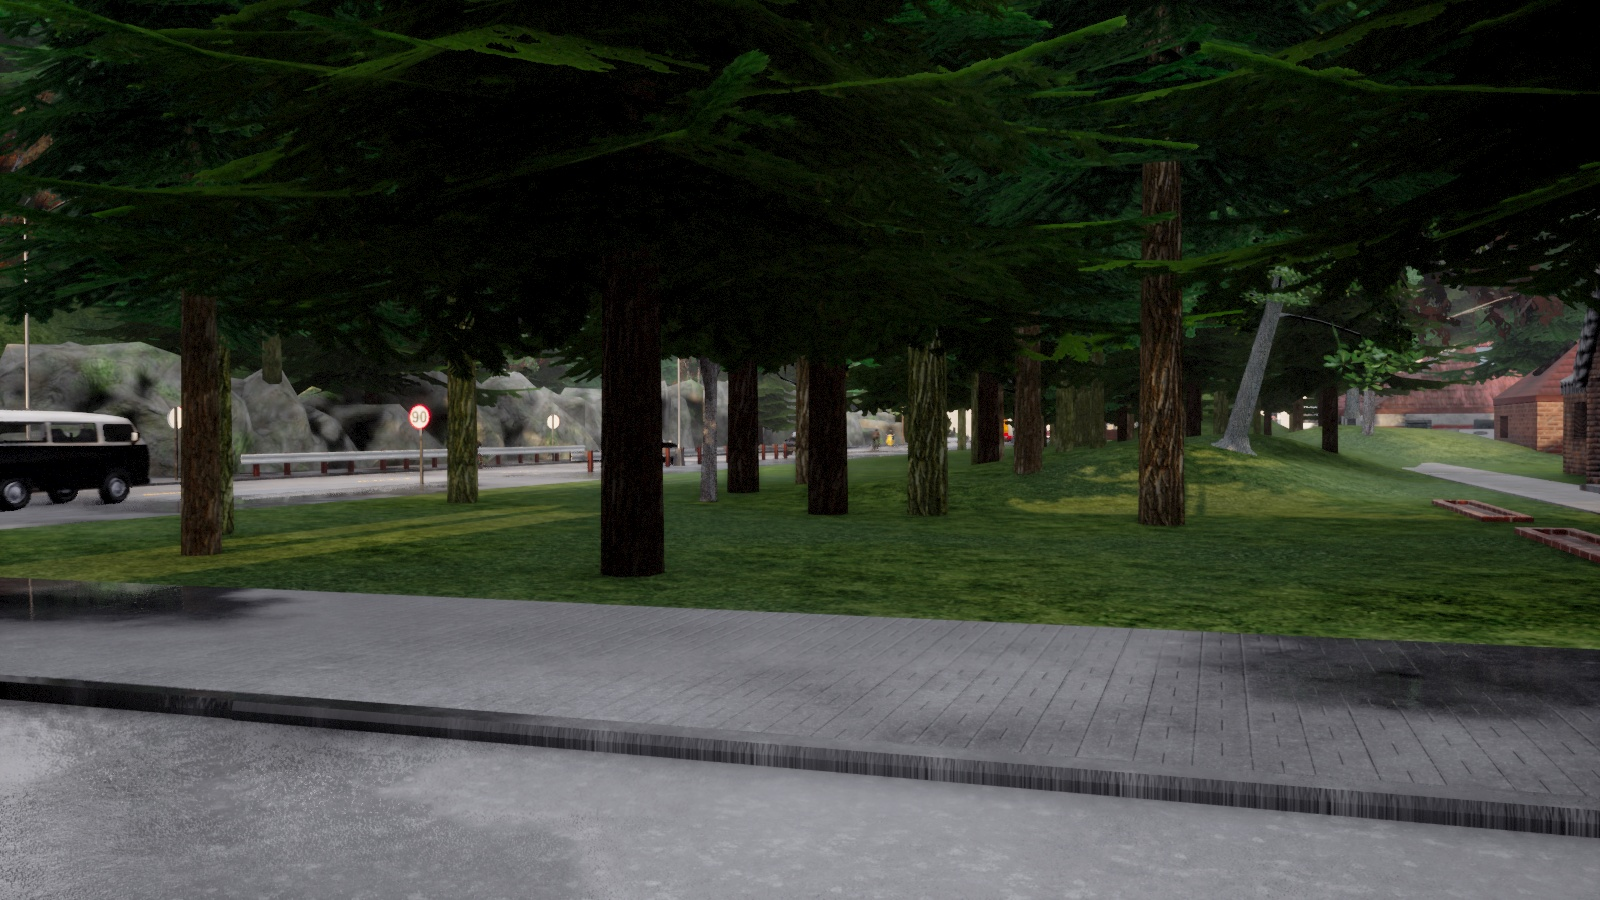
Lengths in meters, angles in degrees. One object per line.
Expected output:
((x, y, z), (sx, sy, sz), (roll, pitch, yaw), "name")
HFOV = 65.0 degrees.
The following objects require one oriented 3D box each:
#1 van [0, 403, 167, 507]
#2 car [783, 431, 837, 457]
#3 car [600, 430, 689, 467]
((-15.995, 0.064, 26.583), (2.069, 2.038, 4.480), (1, 1, 18), "van")
((0.660, -0.397, 76.851), (1.837, 1.490, 4.892), (1, 1, 18), "car")
((-6.701, -0.098, 54.765), (1.882, 1.535, 5.008), (1, 1, 18), "car")
